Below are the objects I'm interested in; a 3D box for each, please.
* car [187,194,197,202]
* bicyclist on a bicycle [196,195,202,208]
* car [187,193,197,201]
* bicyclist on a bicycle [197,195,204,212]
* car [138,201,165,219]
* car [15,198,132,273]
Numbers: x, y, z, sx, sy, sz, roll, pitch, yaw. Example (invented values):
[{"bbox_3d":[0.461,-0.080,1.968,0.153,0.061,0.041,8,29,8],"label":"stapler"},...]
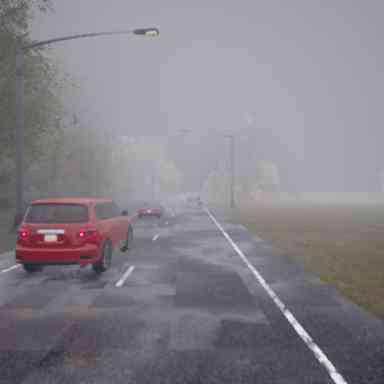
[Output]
[{"bbox_3d":[0.019,1.386,67.420,1.994,1.385,4.181,0,0,1],"label":"car"},{"bbox_3d":[0.951,1.251,45.262,0.659,1.776,1.843,0,0,0],"label":"bicyclist on a bicycle"},{"bbox_3d":[-0.022,1.154,77.549,2.097,1.767,4.553,0,0,0],"label":"car"},{"bbox_3d":[0.930,1.341,36.376,0.866,1.612,1.509,0,0,0],"label":"bicyclist on a bicycle"},{"bbox_3d":[-3.408,1.488,28.515,1.994,1.385,4.181,0,0,0],"label":"car"},{"bbox_3d":[-3.405,1.193,10.694,2.150,2.045,5.566,0,0,0],"label":"car"}]
